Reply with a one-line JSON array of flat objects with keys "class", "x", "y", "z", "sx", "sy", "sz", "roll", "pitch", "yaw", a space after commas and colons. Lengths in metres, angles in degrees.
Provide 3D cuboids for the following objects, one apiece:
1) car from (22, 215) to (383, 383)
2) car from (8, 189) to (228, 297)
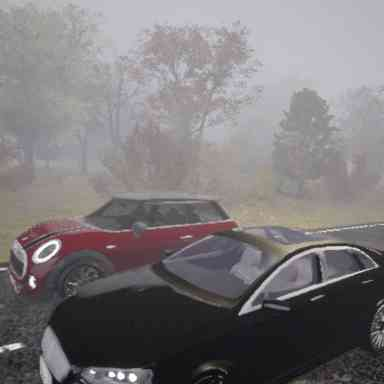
[{"class": "car", "x": 0.804, "y": 1.253, "z": 4.151, "sx": 4.902, "sy": 1.511, "sz": 2.128, "roll": 0, "pitch": 5, "yaw": -35}, {"class": "car", "x": -1.109, "y": 0.816, "z": 6.746, "sx": 4.553, "sy": 1.767, "sz": 2.097, "roll": 0, "pitch": 5, "yaw": -35}]
